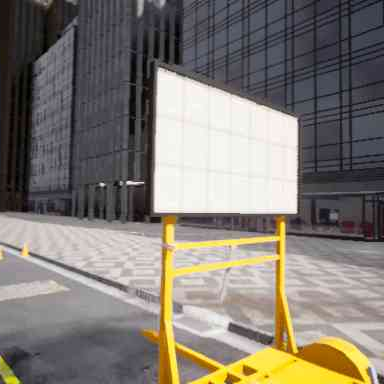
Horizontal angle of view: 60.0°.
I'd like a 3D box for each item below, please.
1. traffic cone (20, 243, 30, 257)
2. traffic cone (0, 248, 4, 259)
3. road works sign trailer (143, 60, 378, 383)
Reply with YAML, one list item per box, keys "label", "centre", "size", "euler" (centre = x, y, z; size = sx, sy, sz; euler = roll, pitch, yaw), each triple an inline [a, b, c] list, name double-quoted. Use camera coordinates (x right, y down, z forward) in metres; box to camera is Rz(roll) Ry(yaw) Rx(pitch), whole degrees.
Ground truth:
- label: "traffic cone"
  centre: [-7.218, 2.493, 14.379]
  size: [0.340, 0.580, 0.340]
  euler: [4, -4, -42]
- label: "traffic cone"
  centre: [-7.955, 2.447, 13.704]
  size: [0.340, 0.580, 0.340]
  euler: [4, -4, -42]
- label: "road works sign trailer"
  centre: [0.337, 0.658, 3.713]
  size: [2.380, 3.560, 2.880]
  euler: [4, -4, -42]
